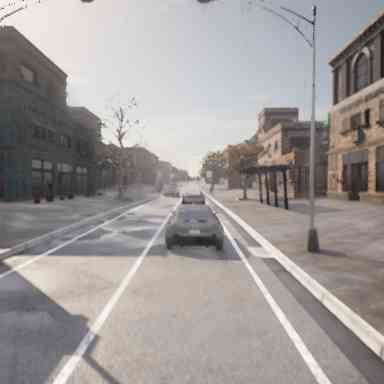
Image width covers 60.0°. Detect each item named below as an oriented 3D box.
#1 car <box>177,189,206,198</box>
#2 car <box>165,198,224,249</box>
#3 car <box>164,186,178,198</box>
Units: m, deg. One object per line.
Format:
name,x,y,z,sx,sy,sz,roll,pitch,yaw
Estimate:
car,0.132,0.591,27.553,2.128,1.511,4.902,0,1,0
car,0.100,1.156,12.522,1.994,1.385,4.181,0,2,0
car,-2.973,-0.110,49.771,2.097,1.767,4.553,0,1,0
